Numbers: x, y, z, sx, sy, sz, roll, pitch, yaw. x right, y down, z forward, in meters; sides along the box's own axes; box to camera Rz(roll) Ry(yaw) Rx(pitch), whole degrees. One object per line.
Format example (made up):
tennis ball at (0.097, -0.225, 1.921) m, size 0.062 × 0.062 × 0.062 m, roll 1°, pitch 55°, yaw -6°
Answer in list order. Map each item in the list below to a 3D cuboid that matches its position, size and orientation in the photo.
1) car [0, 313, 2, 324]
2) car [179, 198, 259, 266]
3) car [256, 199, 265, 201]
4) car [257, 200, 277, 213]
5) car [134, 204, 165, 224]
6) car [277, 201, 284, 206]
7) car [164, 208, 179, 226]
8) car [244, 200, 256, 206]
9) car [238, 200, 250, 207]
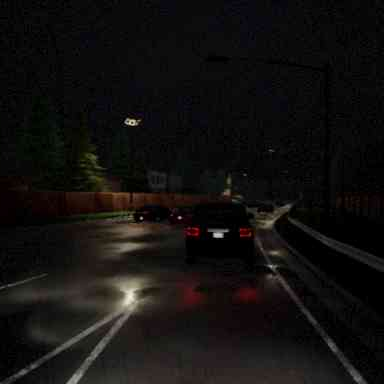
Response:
car at (-4.263, 1.476, 3.030) m, size 1.882 × 1.535 × 5.008 m, roll 0°, pitch -1°, yaw 18°
car at (1.116, 1.389, 12.403) m, size 2.150 × 2.045 × 5.566 m, roll 0°, pitch -1°, yaw 7°
car at (12.596, 2.290, 65.216) m, size 2.097 × 1.767 × 4.553 m, roll 0°, pitch -1°, yaw 18°
car at (10.927, 2.282, 49.012) m, size 1.994 × 1.385 × 4.181 m, roll 0°, pitch -1°, yaw 18°
car at (-3.219, 1.831, 28.507) m, size 1.837 × 1.490 × 4.892 m, roll 0°, pitch -1°, yaw 18°
car at (21.138, 2.759, 80.237) m, size 1.994 × 1.385 × 4.181 m, roll 0°, pitch -1°, yaw 18°
car at (-0.267, 1.891, 26.281) m, size 1.994 × 1.385 × 4.181 m, roll 0°, pitch -1°, yaw 18°
car at (14.390, 2.691, 82.126) m, size 2.128 × 1.511 × 4.902 m, roll 0°, pitch -1°, yaw 18°
car at (11.379, 2.547, 73.010) m, size 1.812 × 1.442 × 4.674 m, roll 0°, pitch -1°, yaw 18°
